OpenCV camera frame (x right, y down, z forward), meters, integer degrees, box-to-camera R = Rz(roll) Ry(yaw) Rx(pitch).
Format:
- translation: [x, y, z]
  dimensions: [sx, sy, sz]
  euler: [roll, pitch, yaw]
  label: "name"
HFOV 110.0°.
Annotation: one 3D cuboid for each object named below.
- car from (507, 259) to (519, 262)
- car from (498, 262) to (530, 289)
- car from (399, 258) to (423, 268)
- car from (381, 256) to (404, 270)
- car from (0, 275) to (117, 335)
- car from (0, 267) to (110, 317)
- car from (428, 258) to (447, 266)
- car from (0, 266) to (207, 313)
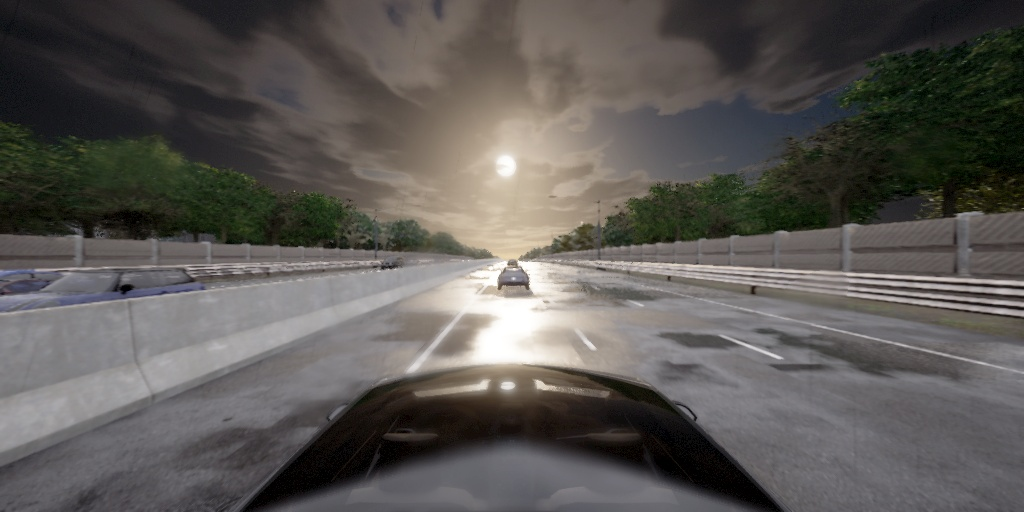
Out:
- translation: [0.105, 1.336, 64.356]
  dimensions: [1.837, 1.490, 4.892]
  euler: [0, 0, 0]
  label: "car"
- translation: [0.101, 1.328, 23.377]
  dimensions: [1.994, 1.385, 4.181]
  euler: [0, 0, 0]
  label: "car"
- translation: [-14.040, 1.368, 51.041]
  dimensions: [1.994, 1.385, 4.181]
  euler: [0, 0, 1]
  label: "car"
- translation: [-17.529, 1.030, 53.159]
  dimensions: [2.150, 2.045, 5.566]
  euler: [0, 0, 1]
  label: "car"
- translation: [-14.091, 1.318, 9.807]
  dimensions: [1.994, 1.385, 4.181]
  euler: [0, 0, 0]
  label: "car"
- translation: [-17.589, 1.233, 12.341]
  dimensions: [1.882, 1.535, 5.008]
  euler: [0, 0, 0]
  label: "car"
- translation: [-10.536, 1.157, 51.349]
  dimensions: [2.097, 1.767, 4.553]
  euler: [0, 0, 1]
  label: "car"
- translation: [-10.592, 1.105, 9.395]
  dimensions: [2.097, 1.767, 4.553]
  euler: [0, 0, 0]
  label: "car"
